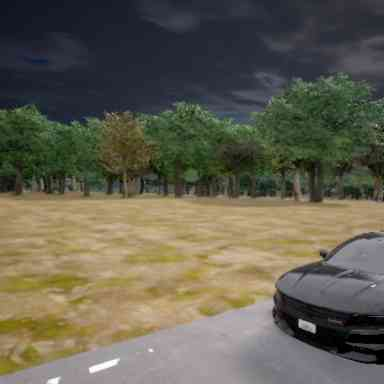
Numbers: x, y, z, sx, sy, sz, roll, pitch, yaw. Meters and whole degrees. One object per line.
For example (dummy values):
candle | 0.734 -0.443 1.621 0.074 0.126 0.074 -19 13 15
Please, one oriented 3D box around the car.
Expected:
car | 3.525 1.460 5.772 5.008 1.535 1.882 0 0 -36
